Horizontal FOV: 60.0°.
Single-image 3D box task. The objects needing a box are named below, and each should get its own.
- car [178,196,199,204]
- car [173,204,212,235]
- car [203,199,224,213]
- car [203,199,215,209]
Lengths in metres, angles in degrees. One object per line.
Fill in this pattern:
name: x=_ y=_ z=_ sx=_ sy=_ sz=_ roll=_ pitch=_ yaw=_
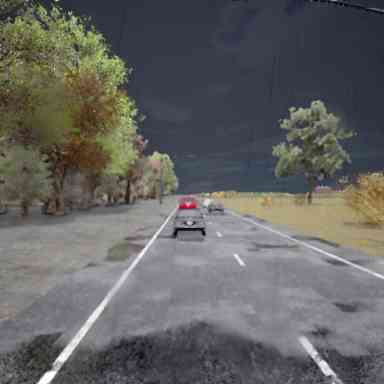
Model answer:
car: x=-0.426 y=1.500 z=38.879 sx=2.150 sy=2.045 sz=5.566 roll=0 pitch=0 yaw=-1
car: x=-0.149 y=1.695 z=20.059 sx=2.033 sy=1.411 sz=5.357 roll=0 pitch=0 yaw=-1
car: x=2.930 y=1.839 z=41.977 sx=2.033 sy=1.411 sz=5.357 roll=0 pitch=0 yaw=-1
car: x=2.765 y=1.905 z=55.042 sx=1.812 sy=1.442 sz=4.674 roll=0 pitch=0 yaw=0
